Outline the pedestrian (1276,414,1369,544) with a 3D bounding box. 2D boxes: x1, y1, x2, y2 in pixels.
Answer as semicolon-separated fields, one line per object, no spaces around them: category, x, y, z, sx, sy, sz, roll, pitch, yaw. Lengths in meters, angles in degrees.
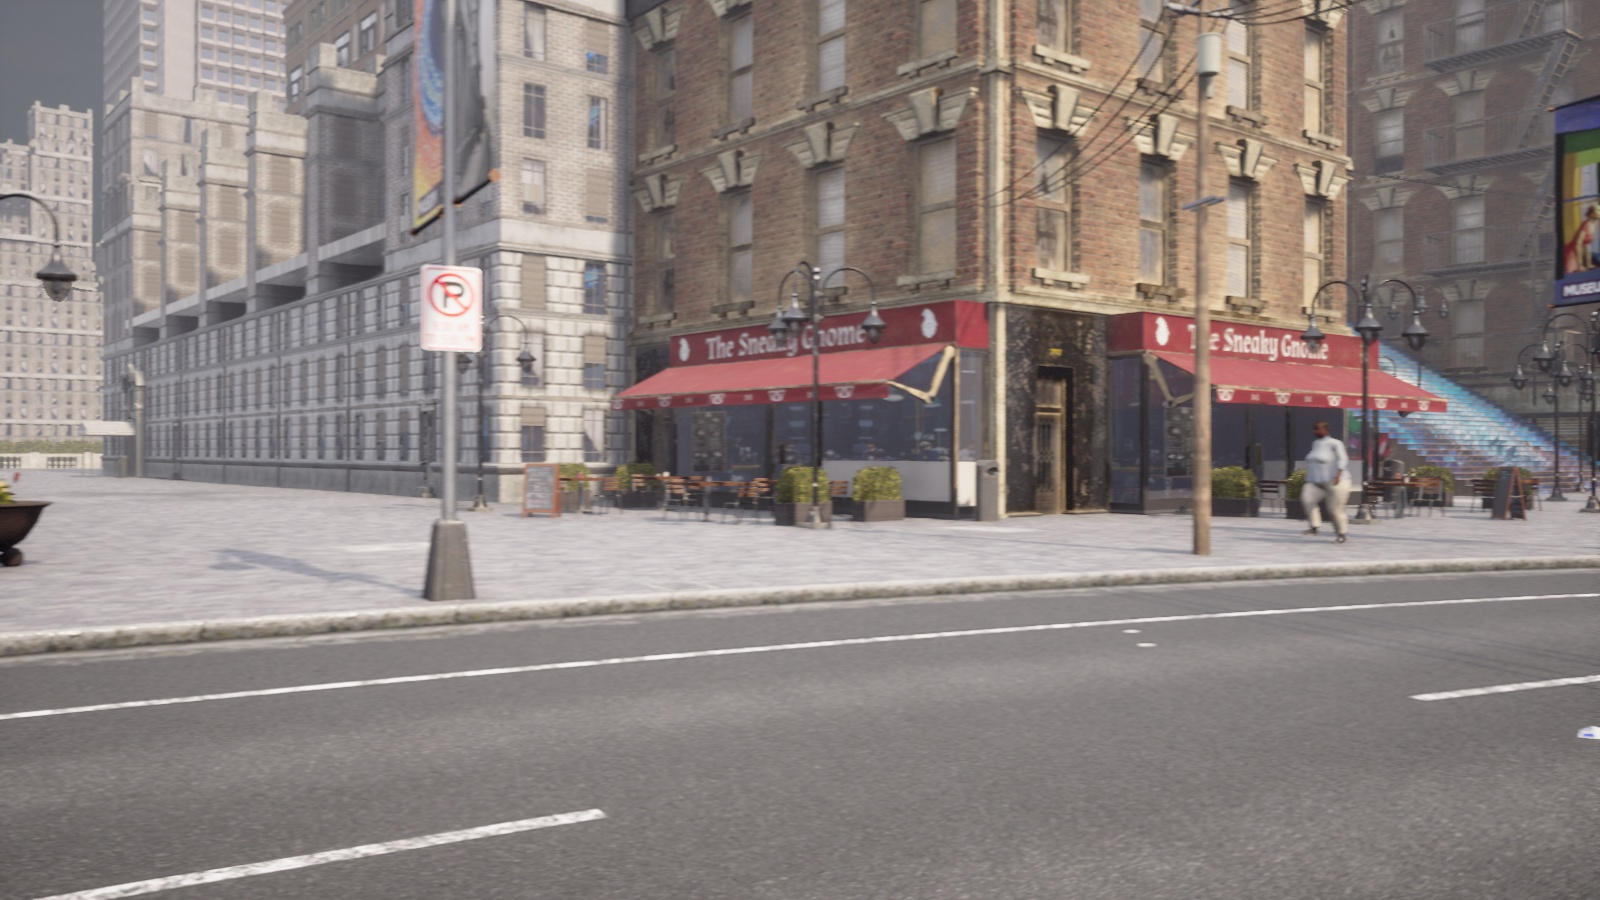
pedestrian;7.693;0.420;18.507;0.900;1.855;0.874;0;0;-22
